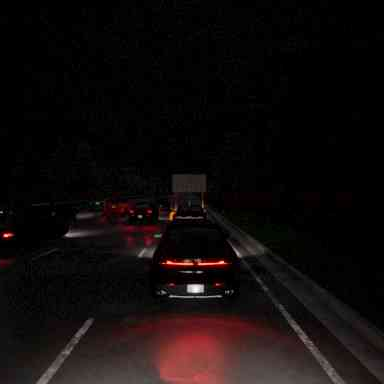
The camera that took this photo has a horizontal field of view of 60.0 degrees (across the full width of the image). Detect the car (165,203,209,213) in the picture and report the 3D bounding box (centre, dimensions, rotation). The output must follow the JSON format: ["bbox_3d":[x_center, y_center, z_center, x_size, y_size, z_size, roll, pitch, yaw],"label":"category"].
[{"bbox_3d":[-0.066,1.488,18.842,2.128,1.511,4.902,0,0,1],"label":"car"}]

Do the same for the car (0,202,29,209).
[{"bbox_3d":[-14.102,1.547,27.204,2.033,1.411,5.357,0,0,-1],"label":"car"}]

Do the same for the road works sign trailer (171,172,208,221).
[{"bbox_3d":[-0.186,0.464,22.712,2.380,3.560,2.880,0,0,-3],"label":"road works sign trailer"}]

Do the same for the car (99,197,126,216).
[{"bbox_3d":[-7.158,1.351,32.309,2.097,1.767,4.553,0,0,-1],"label":"car"}]

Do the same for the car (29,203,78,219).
[{"bbox_3d":[-10.602,1.600,26.220,1.895,1.301,4.718,0,0,-1],"label":"car"}]

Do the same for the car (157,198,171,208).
[{"bbox_3d":[-3.739,1.500,41.776,1.837,1.490,4.892,0,-1,-1],"label":"car"}]

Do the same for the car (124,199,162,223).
[{"bbox_3d":[-3.592,1.526,25.129,1.812,1.442,4.674,0,0,-1],"label":"car"}]

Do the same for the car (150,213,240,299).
[{"bbox_3d":[0.047,1.505,8.453,1.837,1.490,4.892,0,0,0],"label":"car"}]

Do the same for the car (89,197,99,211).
[{"bbox_3d":[-10.724,1.352,39.864,2.097,1.767,4.553,0,0,0],"label":"car"}]

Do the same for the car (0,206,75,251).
[{"bbox_3d":[-6.991,1.547,14.055,2.033,1.411,5.357,0,0,-1],"label":"car"}]
